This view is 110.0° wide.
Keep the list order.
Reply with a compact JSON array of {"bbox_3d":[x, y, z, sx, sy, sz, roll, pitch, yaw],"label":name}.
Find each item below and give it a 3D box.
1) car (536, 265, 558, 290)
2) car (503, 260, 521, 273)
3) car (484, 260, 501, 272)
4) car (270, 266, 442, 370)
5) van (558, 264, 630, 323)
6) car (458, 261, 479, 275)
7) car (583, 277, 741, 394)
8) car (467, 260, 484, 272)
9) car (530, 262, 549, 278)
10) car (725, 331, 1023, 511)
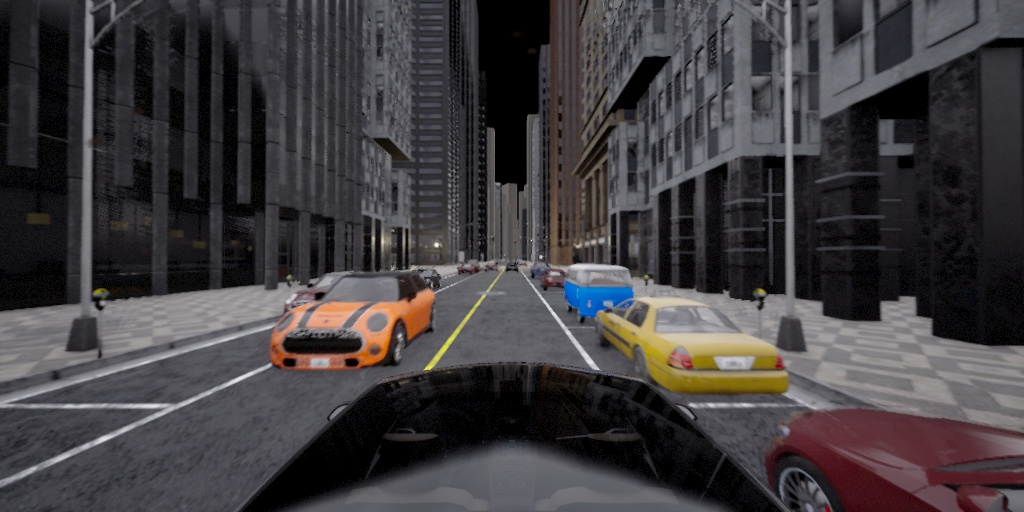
[{"bbox_3d":[2.766,1.498,23.405,1.802,1.307,4.207,0,0,0],"label":"car"},{"bbox_3d":[0.017,1.653,52.416,1.837,1.490,4.892,0,-1,0],"label":"car"},{"bbox_3d":[-3.064,1.715,53.391,1.994,1.385,4.181,0,0,0],"label":"car"},{"bbox_3d":[-3.101,1.150,8.041,2.097,1.767,4.553,0,0,0],"label":"car"},{"bbox_3d":[2.764,1.171,12.201,1.690,1.789,3.998,0,0,0],"label":"van"},{"bbox_3d":[-5.756,1.637,45.796,1.888,1.381,4.507,0,0,0],"label":"car"},{"bbox_3d":[2.764,1.312,6.769,1.751,1.417,4.829,0,0,0],"label":"car"},{"bbox_3d":[-5.756,1.451,51.397,2.192,1.841,5.009,0,0,0],"label":"car"},{"bbox_3d":[3.005,1.380,37.813,2.097,1.767,4.553,0,0,0],"label":"car"},{"bbox_3d":[2.763,1.326,0.997,1.802,1.307,4.207,0,0,0],"label":"car"}]
